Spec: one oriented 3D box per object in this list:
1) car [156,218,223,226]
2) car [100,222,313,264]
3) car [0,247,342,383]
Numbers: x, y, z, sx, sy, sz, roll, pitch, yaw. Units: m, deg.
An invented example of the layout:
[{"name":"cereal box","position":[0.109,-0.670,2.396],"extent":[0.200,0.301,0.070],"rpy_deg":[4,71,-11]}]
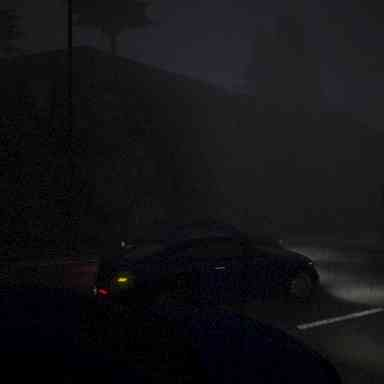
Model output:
[{"name":"car","position":[0.299,1.545,10.565],"extent":[5.357,1.411,2.033],"rpy_deg":[0,0,-25]},{"name":"car","position":[0.390,1.524,6.811],"extent":[4.674,1.442,1.812],"rpy_deg":[0,0,-24]},{"name":"car","position":[-1.232,1.477,2.292],"extent":[5.008,1.535,1.882],"rpy_deg":[0,0,-23]}]
